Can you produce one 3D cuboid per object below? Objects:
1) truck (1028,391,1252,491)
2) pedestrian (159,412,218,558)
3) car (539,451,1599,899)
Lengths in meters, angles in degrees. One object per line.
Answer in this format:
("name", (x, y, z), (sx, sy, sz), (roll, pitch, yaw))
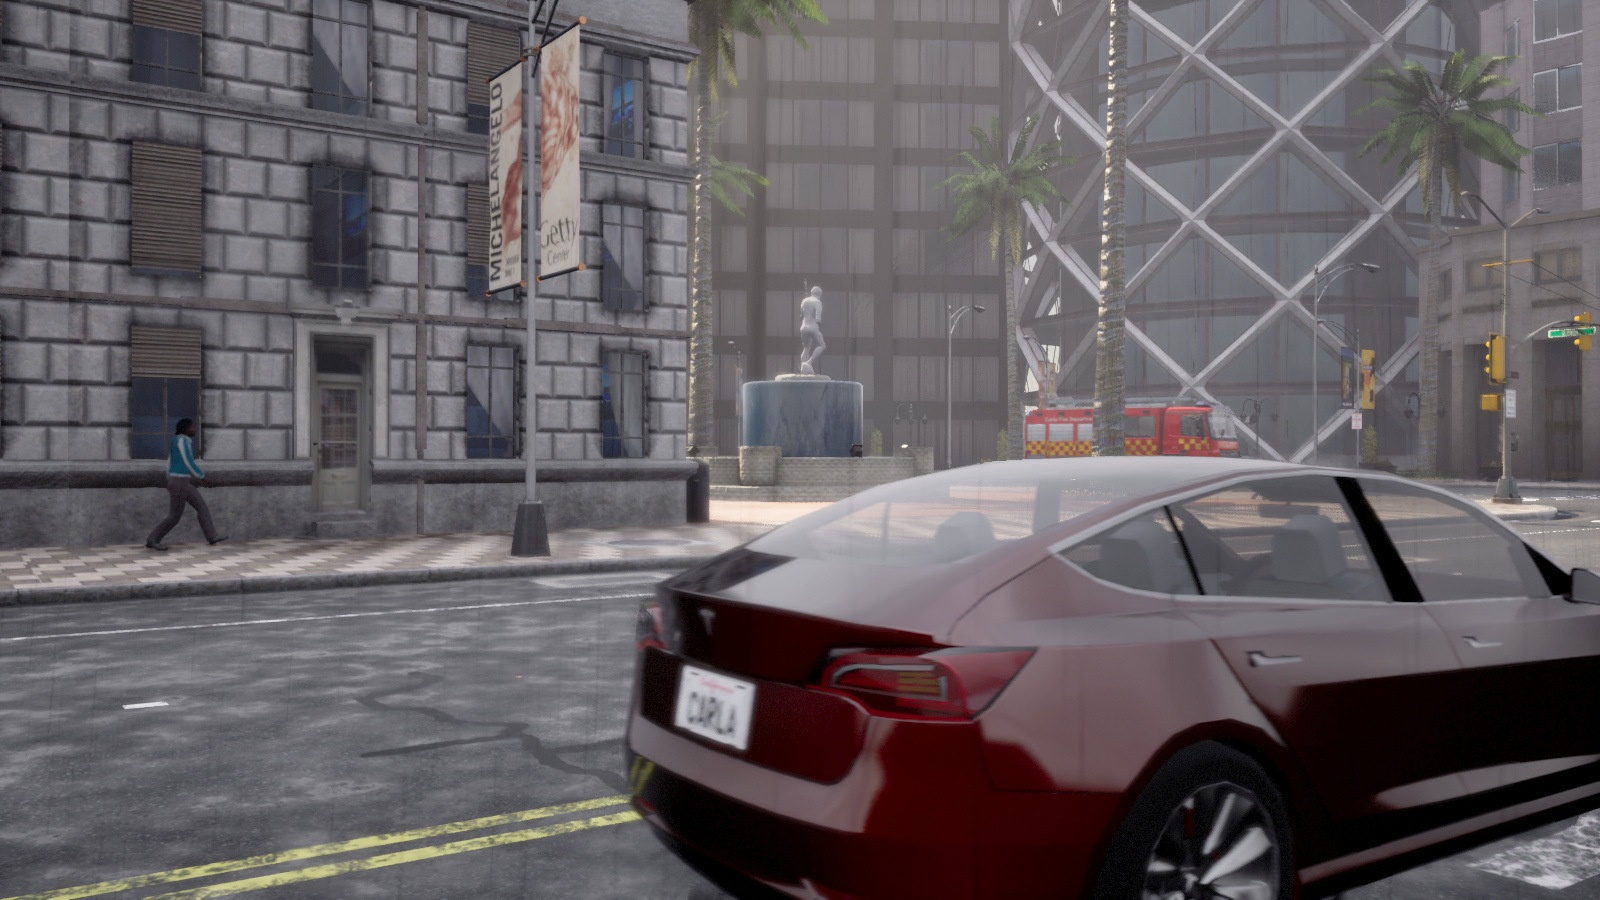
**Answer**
("truck", (13.961, -0.322, 52.056), (8.468, 3.827, 2.891), (0, 0, 38))
("pedestrian", (-8.262, 0.461, 16.972), (0.692, 1.930, 0.396), (0, 0, -30))
("car", (1.683, 0.752, 4.813), (4.792, 1.488, 2.163), (0, 0, -35))
